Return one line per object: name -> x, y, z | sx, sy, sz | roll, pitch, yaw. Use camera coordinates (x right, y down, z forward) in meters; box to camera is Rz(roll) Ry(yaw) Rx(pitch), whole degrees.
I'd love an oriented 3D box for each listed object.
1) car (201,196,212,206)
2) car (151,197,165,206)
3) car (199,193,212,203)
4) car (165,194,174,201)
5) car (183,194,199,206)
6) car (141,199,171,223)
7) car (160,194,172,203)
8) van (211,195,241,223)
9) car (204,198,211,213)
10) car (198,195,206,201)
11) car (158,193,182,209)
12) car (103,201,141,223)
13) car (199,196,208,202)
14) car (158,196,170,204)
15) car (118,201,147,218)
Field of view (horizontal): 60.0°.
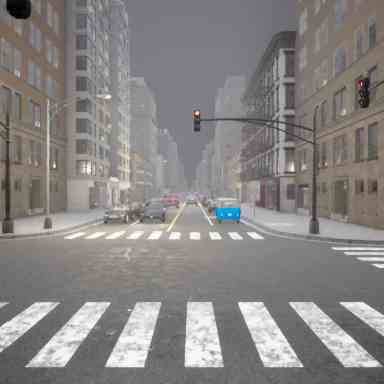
car -> 2.624, 1.576, 47.714 | 1.802, 1.307, 4.206 | 0, 0, 0
car -> -5.402, 1.556, 53.388 | 1.947, 1.339, 4.313 | 0, 0, 0
car -> 2.623, 1.305, 53.395 | 2.192, 1.841, 5.009 | 0, 0, 0
car -> -5.410, 1.409, 81.796 | 1.967, 1.590, 4.097 | 0, 0, 0
car -> -0.015, 1.536, 54.701 | 2.033, 1.411, 5.357 | 0, 0, 0
car -> -2.858, 1.504, 25.580 | 1.837, 1.490, 4.892 | 0, 0, 0
car -> -5.407, 1.292, 70.432 | 2.192, 1.841, 5.009 | 0, 0, 0
van -> 2.630, 1.340, 24.989 | 1.690, 1.788, 3.998 | 0, 0, 0
car -> 2.627, 1.580, 36.351 | 1.802, 1.307, 4.206 | 0, 0, 0
car -> 2.614, 1.530, 87.483 | 1.947, 1.339, 4.313 | 0, 0, 0
car -> -2.854, 1.218, 44.822 | 2.150, 2.045, 5.566 | 0, 0, 0
car -> -5.395, 1.549, 24.978 | 2.008, 1.369, 4.403 | 0, 0, 0
car -> 2.617, 1.524, 76.120 | 2.008, 1.369, 4.403 | 0, 0, 0
car -> -5.406, 1.547, 64.751 | 1.947, 1.339, 4.313 | 0, 0, 0
car -> -5.397, 1.543, 30.660 | 1.887, 1.381, 4.507 | 0, 0, 0
